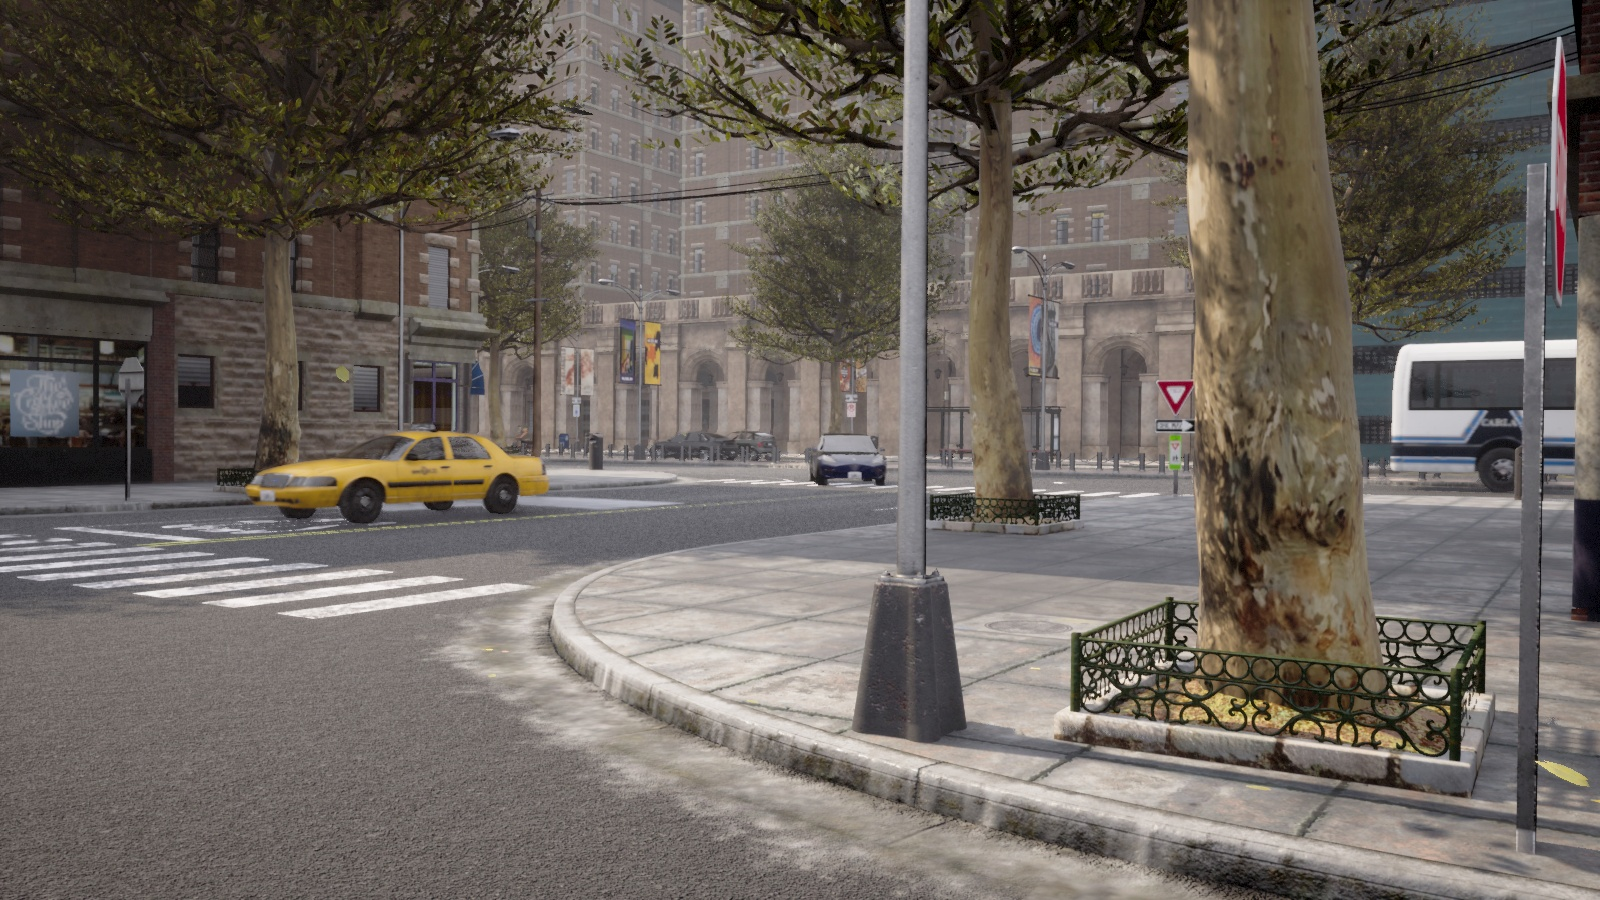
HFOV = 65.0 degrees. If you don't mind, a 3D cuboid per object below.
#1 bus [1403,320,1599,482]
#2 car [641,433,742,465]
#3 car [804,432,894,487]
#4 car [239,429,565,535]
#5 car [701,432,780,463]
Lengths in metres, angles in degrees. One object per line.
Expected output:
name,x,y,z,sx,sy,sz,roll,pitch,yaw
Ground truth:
bus,22.408,-1.316,34.283,10.273,4.253,3.944,0,1,33
car,-5.378,-0.063,62.145,4.892,1.490,1.837,0,1,33
car,1.350,0.217,36.753,2.163,1.488,4.792,-1,1,-3
car,-6.539,0.438,21.379,1.801,1.575,5.366,0,1,33
car,-3.081,-0.147,64.823,3.705,1.549,1.789,0,1,33
